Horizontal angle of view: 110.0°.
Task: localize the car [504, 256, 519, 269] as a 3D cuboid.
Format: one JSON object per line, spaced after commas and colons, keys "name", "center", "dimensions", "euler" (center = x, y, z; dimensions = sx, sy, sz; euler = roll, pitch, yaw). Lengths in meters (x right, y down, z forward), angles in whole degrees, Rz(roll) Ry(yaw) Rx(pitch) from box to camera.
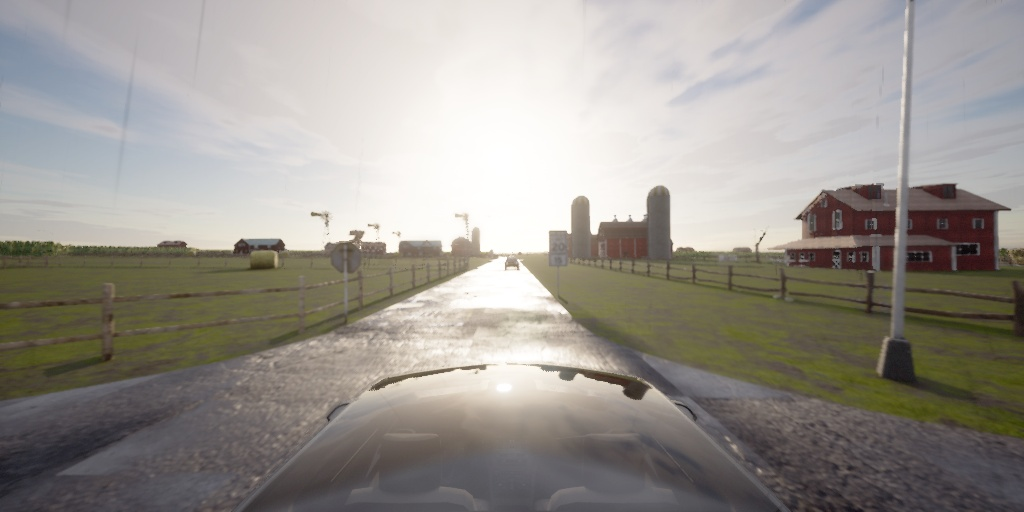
{"name": "car", "center": [-0.028, 0.964, 45.875], "dimensions": [1.895, 1.301, 4.718], "euler": [-1, 0, 0]}
